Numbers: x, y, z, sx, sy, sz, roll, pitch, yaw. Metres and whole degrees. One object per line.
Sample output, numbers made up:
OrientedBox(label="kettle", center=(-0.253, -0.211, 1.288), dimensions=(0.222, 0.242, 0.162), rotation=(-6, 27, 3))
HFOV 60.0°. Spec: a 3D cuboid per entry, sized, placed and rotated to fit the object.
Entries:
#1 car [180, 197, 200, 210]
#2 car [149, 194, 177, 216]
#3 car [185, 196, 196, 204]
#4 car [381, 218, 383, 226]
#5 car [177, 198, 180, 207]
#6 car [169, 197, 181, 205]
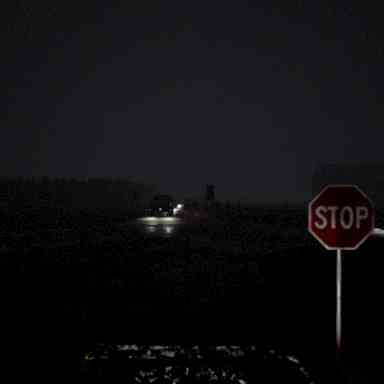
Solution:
OrientedBox(label="car", center=(-0.067, 1.515, 42.512), dimensions=(2.128, 1.511, 4.902), rotation=(0, 0, 0))
OrientedBox(label="car", center=(-2.956, 1.233, 33.345), dimensions=(2.150, 2.045, 5.566), rotation=(0, 0, -1))
OrientedBox(label="car", center=(-0.252, 1.627, 66.698), dimensions=(2.033, 1.411, 5.357), rotation=(0, 0, 0))
OrientedBox(label="car", center=(14.222, 1.699, 20.769), dimensions=(4.181, 1.385, 1.994), rotation=(0, 0, -2))
OrientedBox(label="car", center=(-3.025, 1.596, 46.734), dimensions=(1.994, 1.385, 4.181), rotation=(0, 0, 0))
OrientedBox(label="car", center=(-3.055, 1.667, 61.439), dimensions=(1.895, 1.301, 4.718), rotation=(0, 0, 0))
